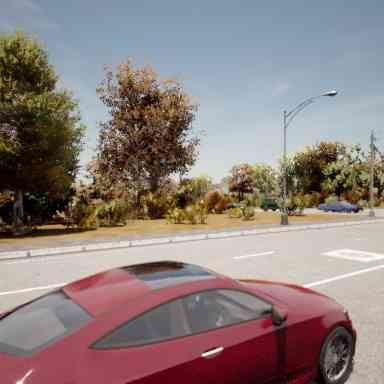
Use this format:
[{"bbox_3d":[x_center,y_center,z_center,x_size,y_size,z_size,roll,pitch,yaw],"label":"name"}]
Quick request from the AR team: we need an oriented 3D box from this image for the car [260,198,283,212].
[{"bbox_3d":[12.609,1.873,49.299,2.150,2.045,5.566,0,-3,-32],"label":"car"}]

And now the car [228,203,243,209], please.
[{"bbox_3d":[7.227,2.661,57.925,2.128,1.511,4.902,0,-3,-32],"label":"car"}]

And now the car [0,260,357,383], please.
[{"bbox_3d":[-0.105,1.526,3.668,4.674,1.442,1.812,0,0,-35],"label":"car"}]

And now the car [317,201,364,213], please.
[{"bbox_3d":[18.019,1.821,40.646,2.033,1.411,5.357,0,-2,-32],"label":"car"}]
